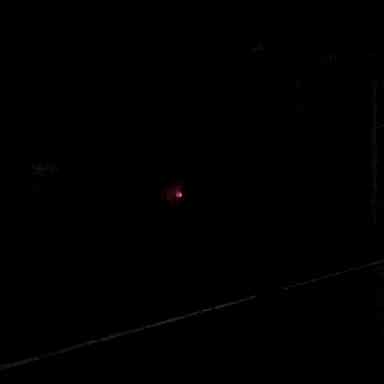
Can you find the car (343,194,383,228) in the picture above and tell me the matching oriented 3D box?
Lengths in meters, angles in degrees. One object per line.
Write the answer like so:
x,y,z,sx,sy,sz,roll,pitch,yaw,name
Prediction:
11.518,1.204,22.635,2.150,2.045,5.566,0,0,-38,car
